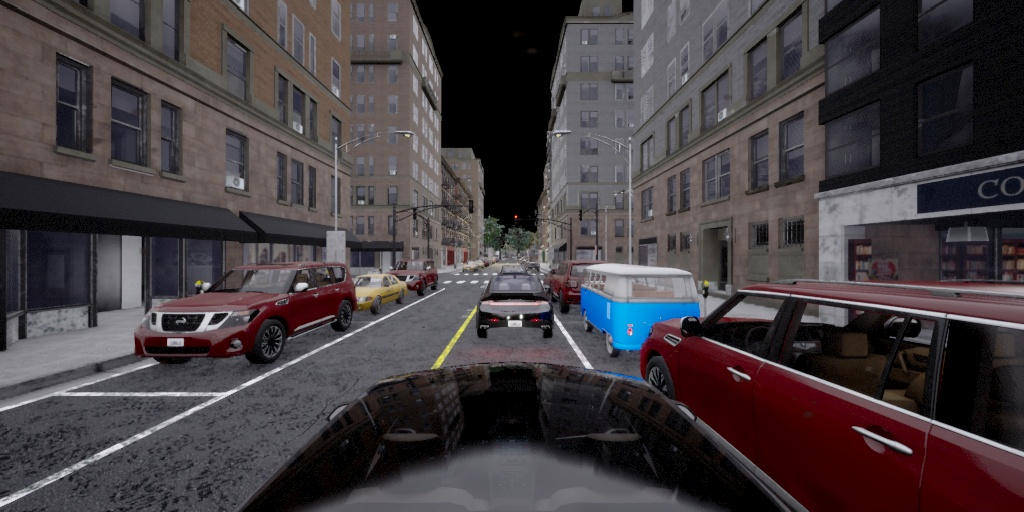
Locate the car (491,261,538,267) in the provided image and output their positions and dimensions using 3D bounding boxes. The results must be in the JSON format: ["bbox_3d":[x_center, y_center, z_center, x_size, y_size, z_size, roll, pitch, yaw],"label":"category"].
[{"bbox_3d":[0.091,1.240,20.175,2.128,1.511,4.902,0,0,-1],"label":"car"}]

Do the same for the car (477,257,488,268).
[{"bbox_3d":[-5.346,1.272,57.418,1.751,1.417,4.829,0,0,0],"label":"car"}]

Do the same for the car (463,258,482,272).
[{"bbox_3d":[-5.363,1.272,46.455,1.751,1.417,4.829,0,0,0],"label":"car"}]

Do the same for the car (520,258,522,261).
[{"bbox_3d":[2.704,1.297,57.579,2.007,1.370,4.403,0,0,0],"label":"car"}]

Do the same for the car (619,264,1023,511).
[{"bbox_3d":[2.638,1.065,2.570,2.192,1.841,5.009,0,0,0],"label":"car"}]

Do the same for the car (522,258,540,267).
[{"bbox_3d":[2.691,1.297,46.615,2.007,1.370,4.403,0,0,0],"label":"car"}]

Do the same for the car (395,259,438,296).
[{"bbox_3d":[-5.380,1.063,19.617,2.192,1.841,5.009,0,0,0],"label":"car"}]

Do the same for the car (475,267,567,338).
[{"bbox_3d":[0.083,1.241,10.124,2.128,1.511,4.902,0,0,0],"label":"car"}]

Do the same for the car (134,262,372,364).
[{"bbox_3d":[-5.391,1.064,8.261,2.192,1.841,5.009,0,0,0],"label":"car"}]

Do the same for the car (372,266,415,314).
[{"bbox_3d":[-5.386,1.275,13.768,1.751,1.417,4.829,0,0,0],"label":"car"}]

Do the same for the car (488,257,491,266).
[{"bbox_3d":[-5.337,1.061,63.070,2.192,1.841,5.009,0,0,0],"label":"car"}]

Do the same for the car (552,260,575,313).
[{"bbox_3d":[2.652,1.064,13.928,2.192,1.841,5.009,0,0,0],"label":"car"}]

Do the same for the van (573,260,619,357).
[{"bbox_3d":[2.645,1.091,8.249,1.690,1.789,3.998,0,0,0],"label":"van"}]
